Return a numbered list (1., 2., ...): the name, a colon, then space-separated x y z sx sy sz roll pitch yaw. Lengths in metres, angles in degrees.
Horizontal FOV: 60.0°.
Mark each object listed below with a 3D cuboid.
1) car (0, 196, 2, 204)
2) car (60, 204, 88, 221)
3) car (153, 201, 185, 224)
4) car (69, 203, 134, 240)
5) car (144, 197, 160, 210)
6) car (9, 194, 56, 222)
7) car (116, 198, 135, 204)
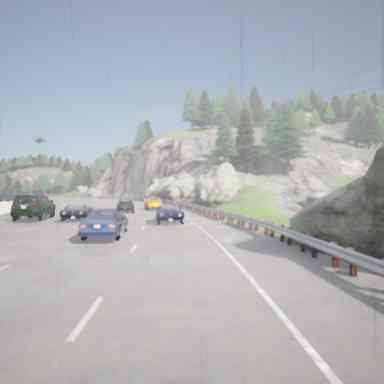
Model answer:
1. car: -36.422 1.472 61.191 1.882 1.535 5.008 0 0 -21
2. car: -9.078 1.580 26.634 1.895 1.301 4.718 0 0 -8
3. car: -1.708 1.565 24.492 1.895 1.301 4.718 0 0 -8
4. car: -4.331 1.531 16.845 2.033 1.411 5.357 0 0 -6
5. car: -4.986 1.420 42.366 1.882 1.535 5.008 0 0 -13
6. car: -12.649 1.210 26.841 2.150 2.045 5.566 0 0 -9
7. car: -7.355 1.450 36.794 2.128 1.511 4.902 0 0 -11
